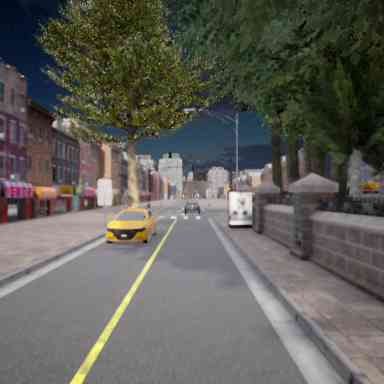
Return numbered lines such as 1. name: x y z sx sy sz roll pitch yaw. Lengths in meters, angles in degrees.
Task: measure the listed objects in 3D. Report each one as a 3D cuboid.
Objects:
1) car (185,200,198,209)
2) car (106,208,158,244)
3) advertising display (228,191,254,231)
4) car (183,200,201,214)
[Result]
1. car: 0.006 1.892 50.750 1.895 1.301 4.718 0 0 0
2. car: -2.838 1.567 16.440 1.882 1.535 5.008 0 0 0
3. advertising display: 2.994 1.139 20.553 1.540 2.440 0.280 -1 -1 0
4. car: 0.039 1.671 38.250 2.128 1.511 4.902 -1 -1 0
